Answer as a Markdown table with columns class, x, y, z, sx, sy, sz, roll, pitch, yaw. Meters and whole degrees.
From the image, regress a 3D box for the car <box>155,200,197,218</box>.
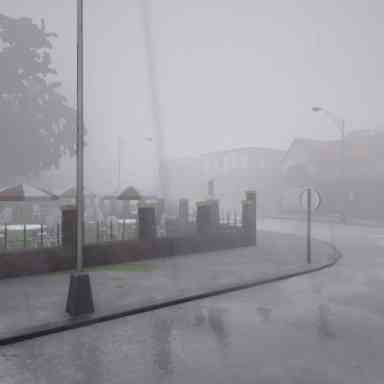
| class | x | y | z | sx | sy | sz | roll | pitch | yaw |
| --- | --- | --- | --- | --- | --- | --- | --- | --- | --- |
| car | -1.477 | 1.490 | 29.633 | 2.128 | 1.511 | 4.902 | 0 | 0 | -36 |

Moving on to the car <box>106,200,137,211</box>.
| class | x | y | z | sx | sy | sz | roll | pitch | yaw |
| --- | --- | --- | --- | --- | --- | --- | --- | --- | --- |
| car | -8.447 | 1.546 | 39.392 | 2.033 | 1.411 | 5.357 | 0 | 0 | -36 |
